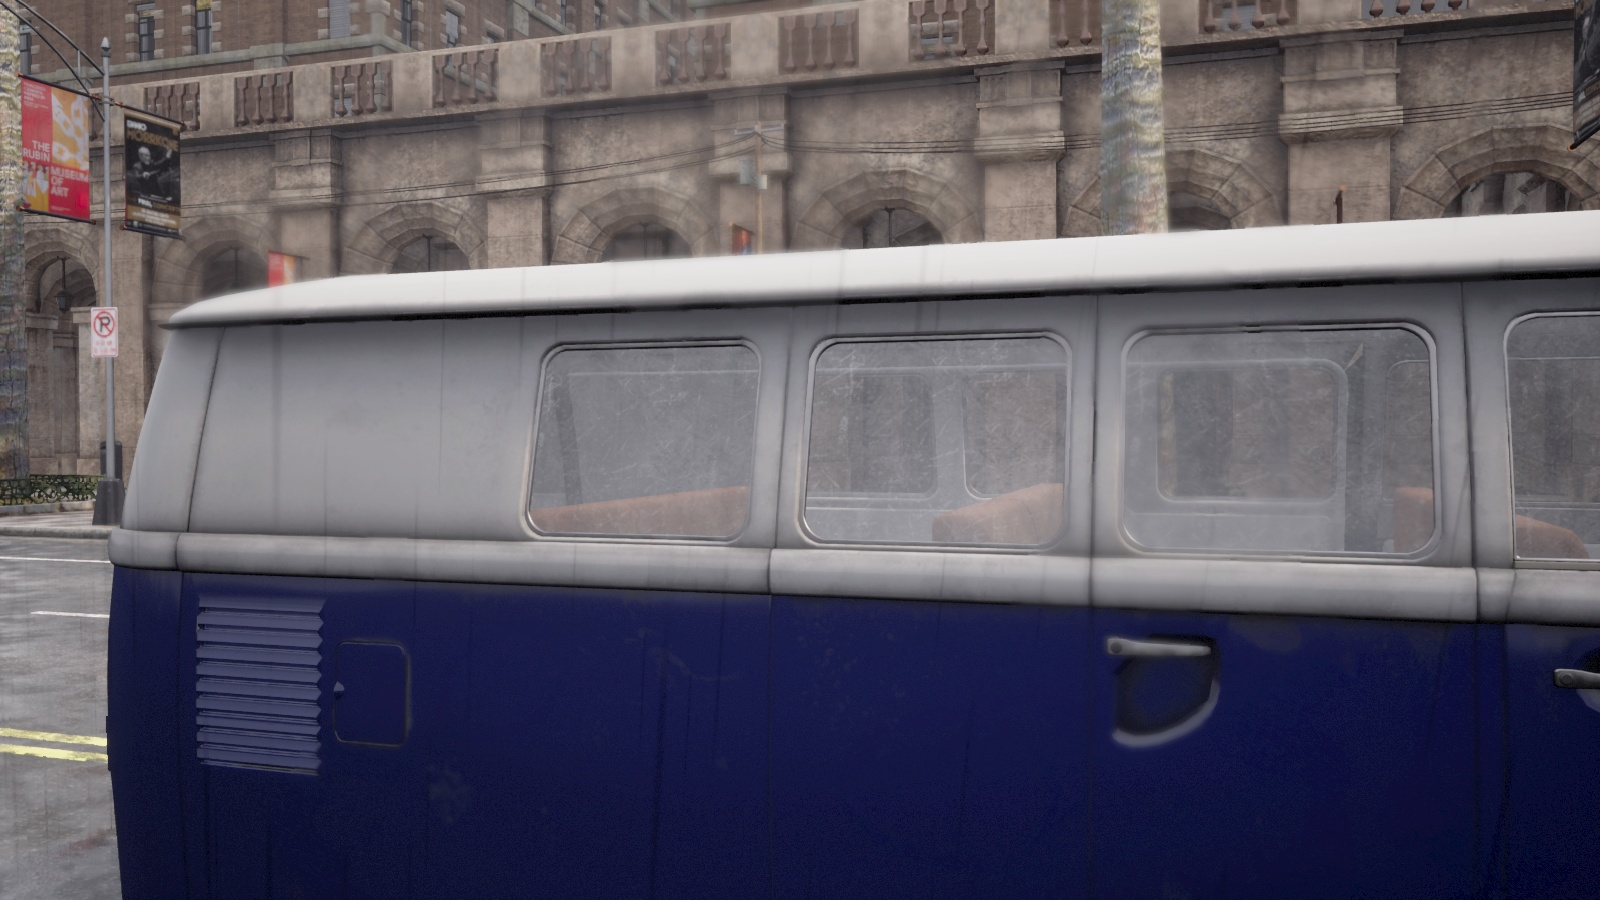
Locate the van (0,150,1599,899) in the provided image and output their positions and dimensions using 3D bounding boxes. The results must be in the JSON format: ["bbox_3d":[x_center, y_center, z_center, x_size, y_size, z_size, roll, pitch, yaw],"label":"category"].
[{"bbox_3d":[0.567,0.533,2.993,4.442,1.987,1.775,1,1,18],"label":"van"}]
